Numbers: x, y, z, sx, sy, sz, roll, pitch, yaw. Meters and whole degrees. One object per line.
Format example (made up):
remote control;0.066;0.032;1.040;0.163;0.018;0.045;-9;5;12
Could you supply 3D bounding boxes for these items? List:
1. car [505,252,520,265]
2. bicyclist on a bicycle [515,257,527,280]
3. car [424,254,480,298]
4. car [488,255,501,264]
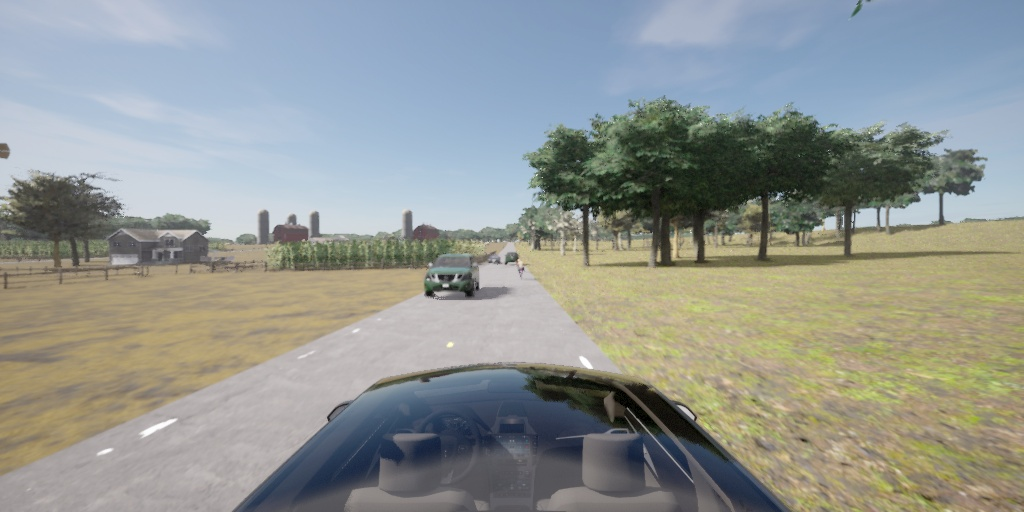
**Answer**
car;0.011;0.334;56.046;2.150;2.045;5.566;0;1;1
bicyclist on a bicycle;0.721;0.998;27.578;0.866;1.612;1.509;0;1;0
car;-2.857;0.897;18.232;2.150;2.045;5.566;0;1;0
car;-2.822;0.553;58.702;2.128;1.511;4.902;0;1;0
